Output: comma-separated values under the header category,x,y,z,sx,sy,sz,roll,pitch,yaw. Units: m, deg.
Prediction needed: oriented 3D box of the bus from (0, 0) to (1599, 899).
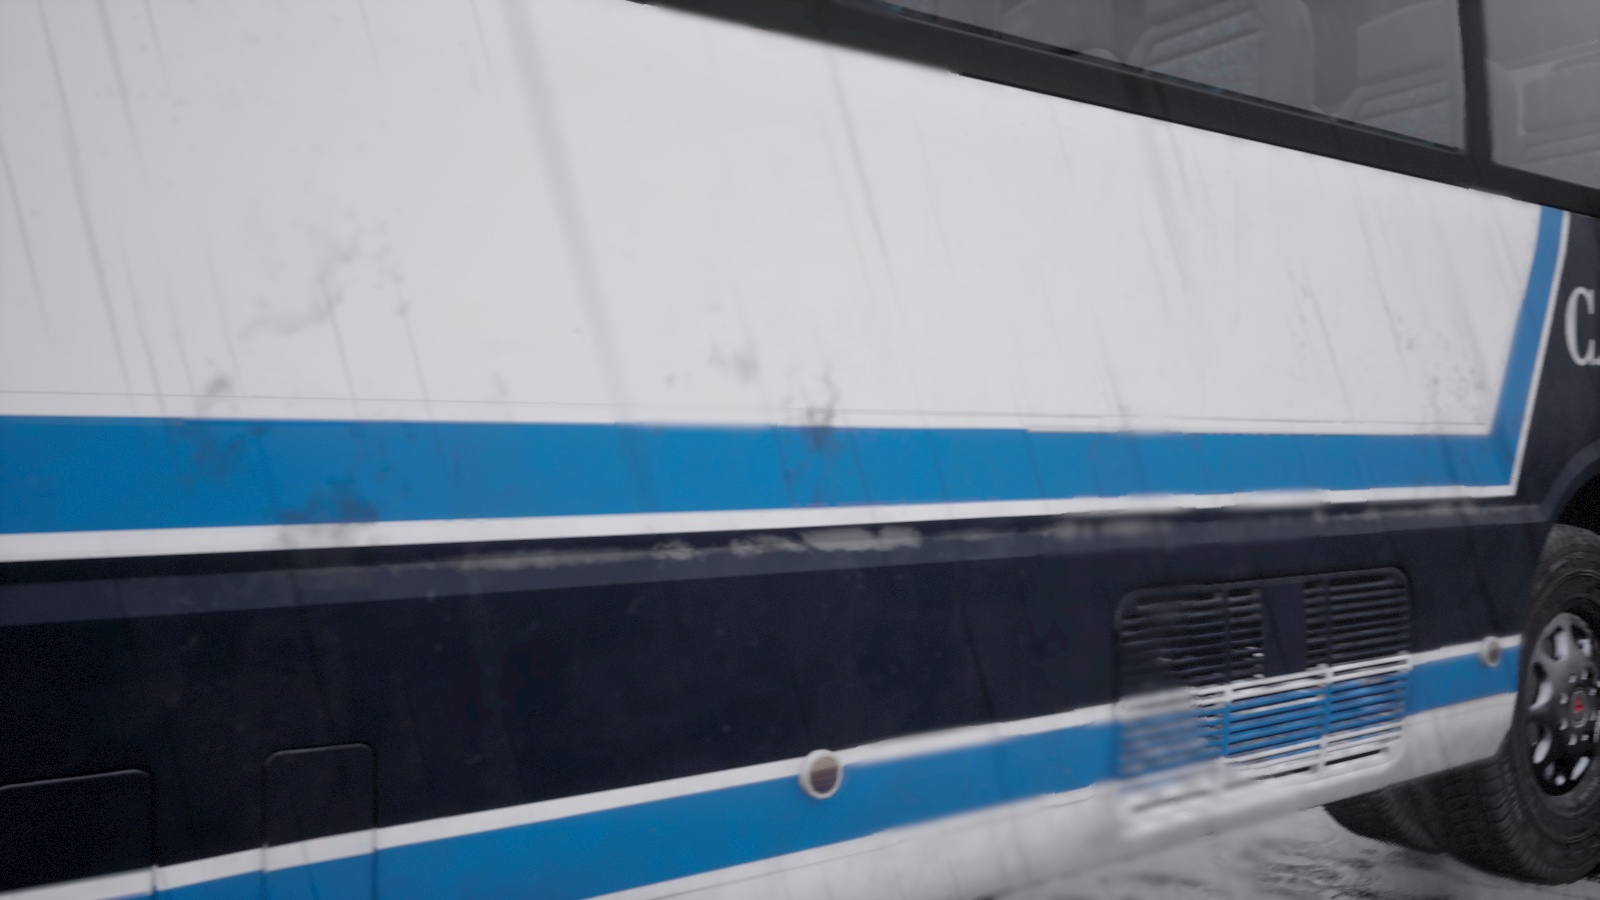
category,x,y,z,sx,sy,sz,roll,pitch,yaw
bus,-0.406,-0.619,3.999,10.273,4.253,3.944,0,0,-35
